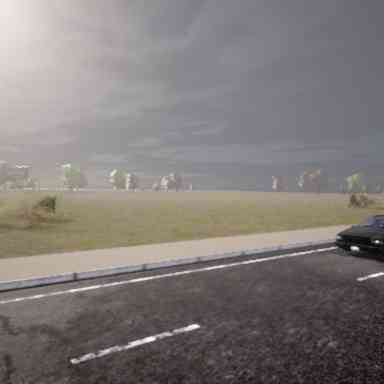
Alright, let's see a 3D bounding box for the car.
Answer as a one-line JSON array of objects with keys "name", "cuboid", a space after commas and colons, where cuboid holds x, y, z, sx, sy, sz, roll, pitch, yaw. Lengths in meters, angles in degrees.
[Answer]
[{"name": "car", "cuboid": [7.947, 1.622, 13.323, 5.357, 1.411, 2.033, 0, 0, -35]}]
